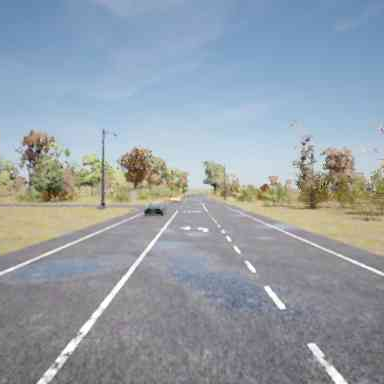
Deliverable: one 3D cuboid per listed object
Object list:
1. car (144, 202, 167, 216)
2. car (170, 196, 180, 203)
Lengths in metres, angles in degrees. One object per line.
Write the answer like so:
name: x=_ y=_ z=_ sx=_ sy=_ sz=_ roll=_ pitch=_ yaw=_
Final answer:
car: x=-3.479 y=1.609 z=32.192 sx=1.895 sy=1.301 sz=4.718 roll=0 pitch=0 yaw=0
car: x=-3.338 y=1.473 z=67.287 sx=1.882 sy=1.535 sz=5.008 roll=0 pitch=0 yaw=0
